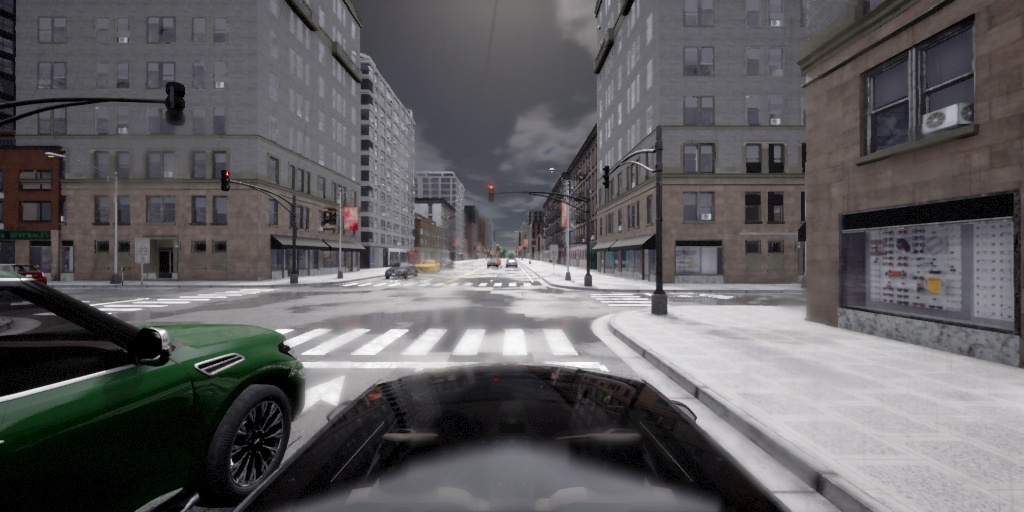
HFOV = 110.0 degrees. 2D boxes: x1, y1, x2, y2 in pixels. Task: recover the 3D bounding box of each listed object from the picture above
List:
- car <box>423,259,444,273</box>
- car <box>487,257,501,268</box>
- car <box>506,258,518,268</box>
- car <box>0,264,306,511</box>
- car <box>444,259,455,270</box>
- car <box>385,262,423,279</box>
[{"bbox_3d":[-9.877,1.231,42.694,1.882,1.535,5.008,0,0,0],"label":"car"},{"bbox_3d":[-3.302,1.349,61.892,1.895,1.301,4.718,0,0,0],"label":"car"},{"bbox_3d":[-0.052,1.312,61.865,1.994,1.385,4.181,0,0,0],"label":"car"},{"bbox_3d":[-3.148,0.971,1.232,2.150,2.045,5.566,0,0,0],"label":"car"},{"bbox_3d":[-9.881,1.243,54.290,2.128,1.511,4.902,0,0,0],"label":"car"},{"bbox_3d":[-9.871,1.279,32.444,1.812,1.442,4.674,0,0,2],"label":"car"}]
